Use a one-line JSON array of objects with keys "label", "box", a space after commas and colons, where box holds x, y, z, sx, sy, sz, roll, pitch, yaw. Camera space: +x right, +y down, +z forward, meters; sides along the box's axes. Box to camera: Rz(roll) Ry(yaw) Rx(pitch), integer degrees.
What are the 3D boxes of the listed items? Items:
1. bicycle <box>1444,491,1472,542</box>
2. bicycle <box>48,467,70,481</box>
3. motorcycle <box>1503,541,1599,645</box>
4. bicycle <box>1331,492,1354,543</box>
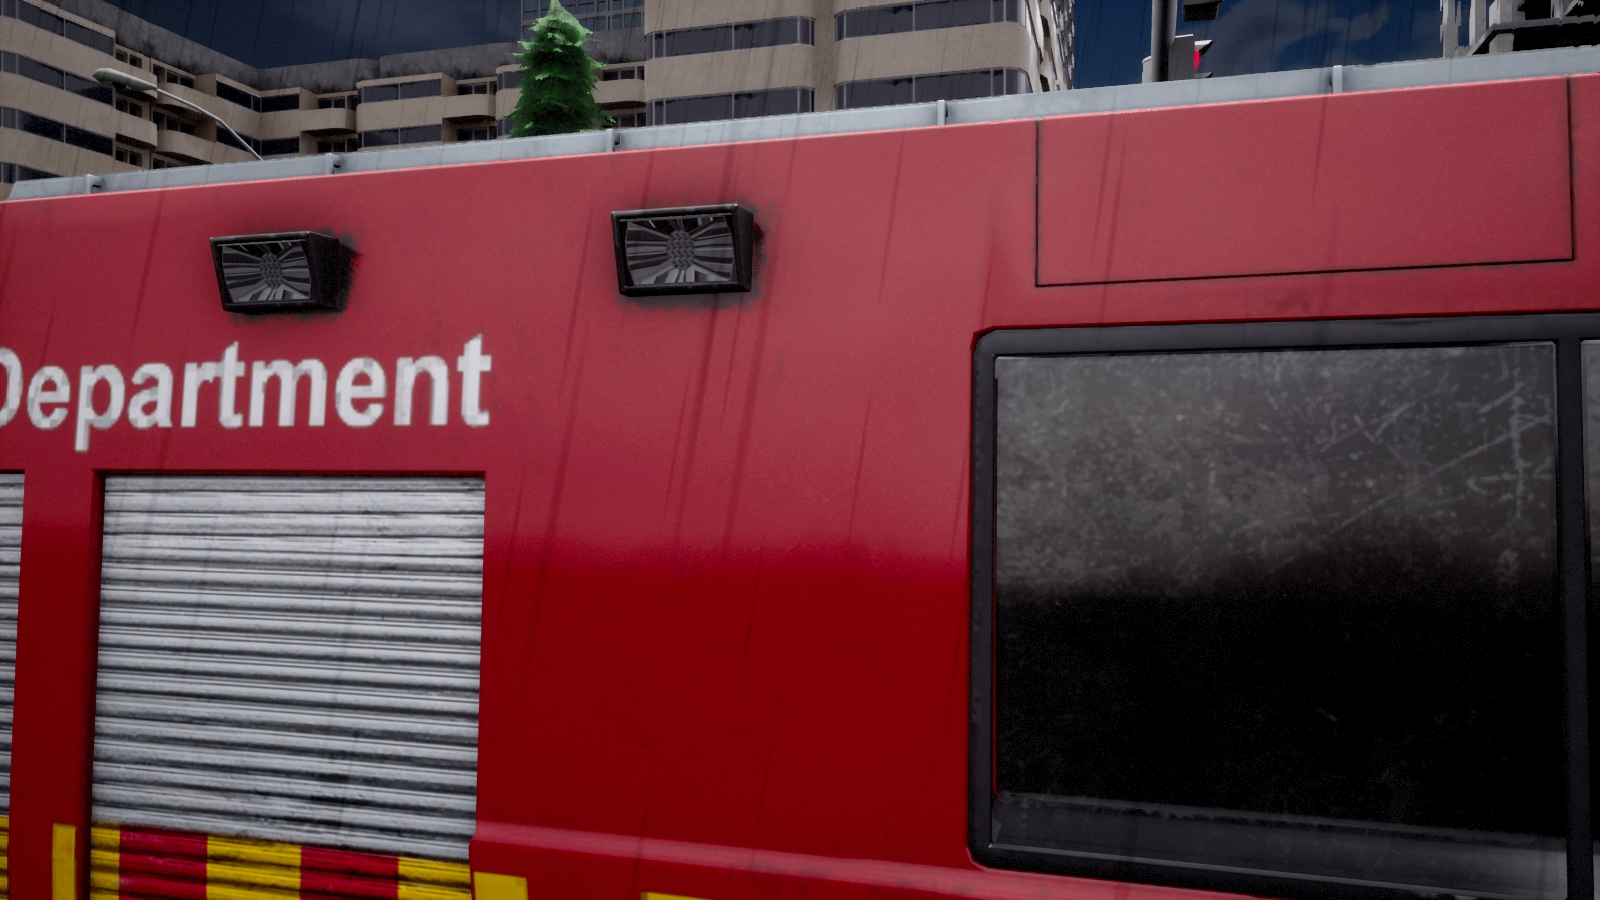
[{"label": "bicycle", "box": [20.413, 2.055, 35.459, 0.373, 1.496, 1.643, 0, 0, 16]}, {"label": "bicycle", "box": [-65.065, 2.103, 100.360, 1.487, 1.276, 0.859, 0, 0, 15]}, {"label": "motorcycle", "box": [11.678, 2.155, 17.664, 0.764, 1.307, 2.356, 0, 0, 16]}, {"label": "bicycle", "box": [16.674, 2.060, 35.125, 0.329, 1.471, 1.835, 0, 0, 16]}]
